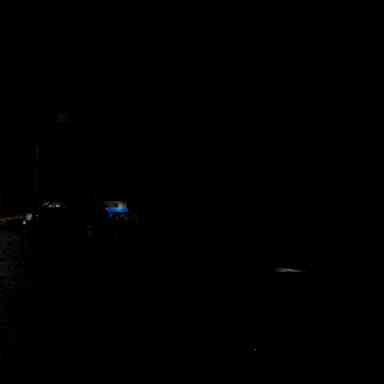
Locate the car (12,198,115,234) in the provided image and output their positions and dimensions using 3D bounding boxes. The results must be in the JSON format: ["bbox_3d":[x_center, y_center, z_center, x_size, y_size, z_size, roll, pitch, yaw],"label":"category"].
[{"bbox_3d":[-8.031,1.422,21.410,2.150,2.045,5.566,-1,0,36],"label":"car"}]

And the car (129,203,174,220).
[{"bbox_3d":[-3.756,1.805,31.634,1.802,1.307,4.206,-1,0,36],"label":"car"}]

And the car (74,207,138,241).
[{"bbox_3d":[-3.531,1.696,17.464,2.008,1.369,4.403,-1,0,36],"label":"car"}]

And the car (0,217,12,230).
[{"bbox_3d":[-10.533,1.748,22.331,1.752,1.417,4.829,-1,0,36],"label":"car"}]

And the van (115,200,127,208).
[{"bbox_3d":[-7.096,1.565,27.052,1.690,1.788,3.998,-1,0,36],"label":"van"}]
